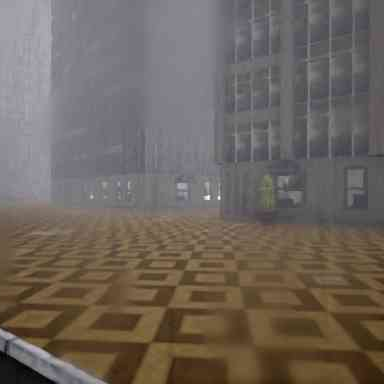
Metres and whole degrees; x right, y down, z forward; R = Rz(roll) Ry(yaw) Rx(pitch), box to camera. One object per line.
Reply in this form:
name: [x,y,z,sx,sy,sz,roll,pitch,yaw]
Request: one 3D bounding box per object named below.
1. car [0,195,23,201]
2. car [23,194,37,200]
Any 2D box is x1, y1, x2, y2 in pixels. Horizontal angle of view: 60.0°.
car: [-38.542,1.326,69.716,4.313,1.339,1.947,-1,1,-40]
car: [-39.646,1.228,79.858,4.507,1.381,1.887,-1,1,-40]
